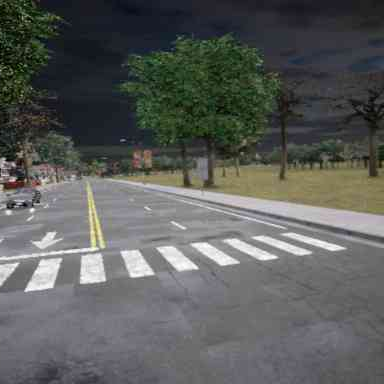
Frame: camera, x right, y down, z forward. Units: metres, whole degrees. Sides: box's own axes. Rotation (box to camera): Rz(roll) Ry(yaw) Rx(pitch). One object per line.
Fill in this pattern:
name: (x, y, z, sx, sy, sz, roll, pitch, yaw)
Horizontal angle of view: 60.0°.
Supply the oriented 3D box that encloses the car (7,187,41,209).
car: (-13.045, 0.406, 25.999, 2.128, 1.511, 4.902, -4, 5, -17)
